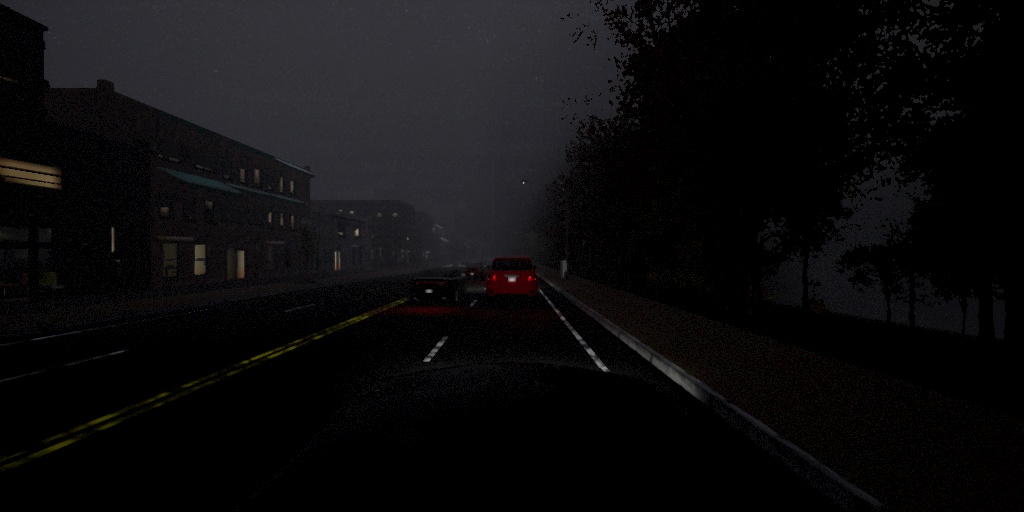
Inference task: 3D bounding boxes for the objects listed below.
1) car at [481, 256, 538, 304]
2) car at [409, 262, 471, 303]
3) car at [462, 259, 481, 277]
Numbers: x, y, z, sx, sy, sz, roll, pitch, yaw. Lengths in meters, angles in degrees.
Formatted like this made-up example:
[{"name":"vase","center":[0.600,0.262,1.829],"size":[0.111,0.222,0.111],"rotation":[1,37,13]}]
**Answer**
[{"name":"car","center":[0.000,1.002,16.530],"size":[2.150,2.045,5.566],"rotation":[0,0,0]},{"name":"car","center":[-3.249,1.229,16.501],"size":[1.882,1.535,5.008],"rotation":[0,0,0]},{"name":"car","center":[-3.250,1.275,31.501],"size":[1.812,1.442,4.674],"rotation":[0,0,0]}]
